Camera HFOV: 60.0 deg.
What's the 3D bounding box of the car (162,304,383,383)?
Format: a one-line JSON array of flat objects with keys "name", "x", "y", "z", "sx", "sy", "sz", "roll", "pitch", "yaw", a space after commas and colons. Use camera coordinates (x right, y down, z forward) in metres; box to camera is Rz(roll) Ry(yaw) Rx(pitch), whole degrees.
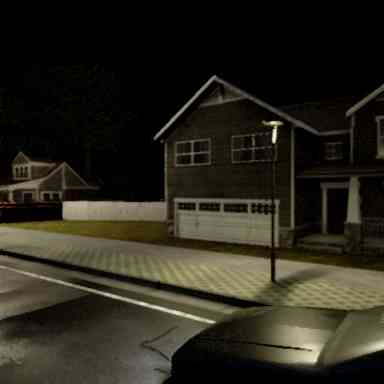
[{"name": "car", "x": 2.319, "y": 1.547, "z": 2.305, "sx": 5.357, "sy": 1.411, "sz": 2.033, "roll": 0, "pitch": 0, "yaw": 36}]
